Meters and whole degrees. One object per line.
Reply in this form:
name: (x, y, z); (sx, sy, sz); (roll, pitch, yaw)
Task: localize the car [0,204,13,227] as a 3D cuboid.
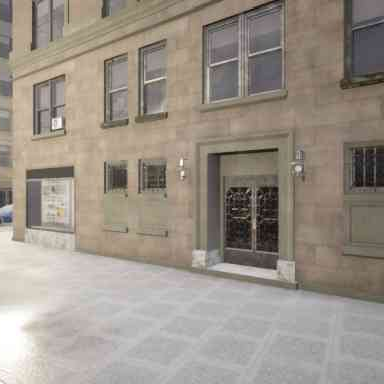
car: (-11.905, 1.512, 23.049); (2.033, 1.411, 5.357); (0, 0, 39)
